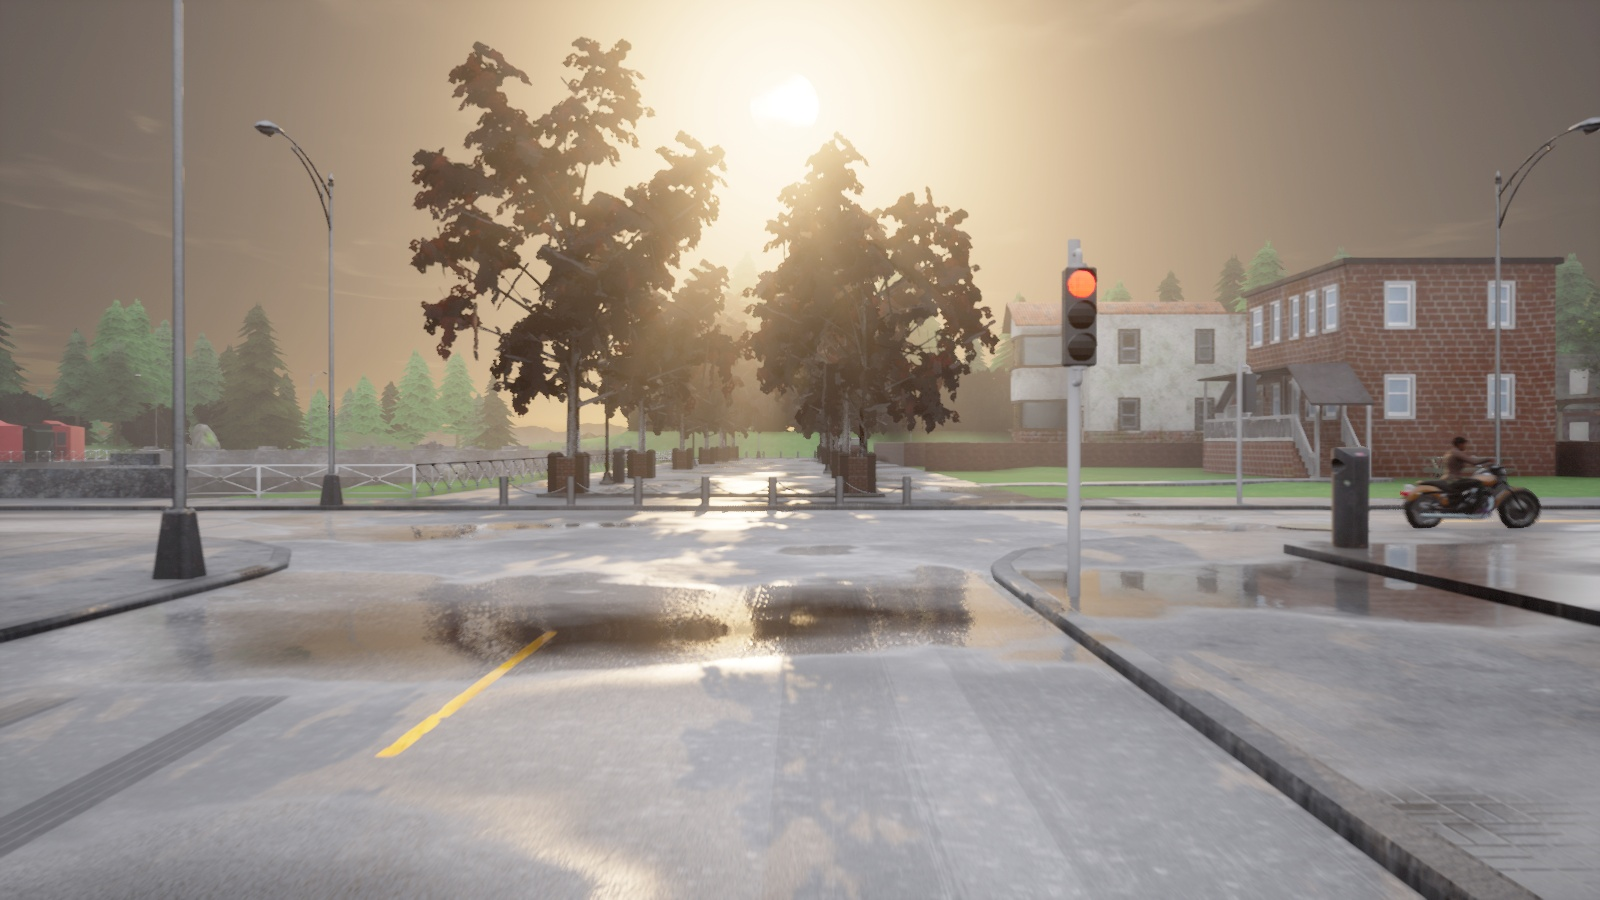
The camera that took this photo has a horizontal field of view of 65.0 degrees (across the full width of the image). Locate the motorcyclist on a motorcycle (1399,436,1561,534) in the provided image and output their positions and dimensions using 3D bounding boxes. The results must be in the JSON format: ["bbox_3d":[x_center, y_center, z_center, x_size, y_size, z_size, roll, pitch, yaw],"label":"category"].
[{"bbox_3d":[11.668,0.588,21.589,2.350,1.649,0.766,0,0,0],"label":"motorcyclist on a motorcycle"}]
